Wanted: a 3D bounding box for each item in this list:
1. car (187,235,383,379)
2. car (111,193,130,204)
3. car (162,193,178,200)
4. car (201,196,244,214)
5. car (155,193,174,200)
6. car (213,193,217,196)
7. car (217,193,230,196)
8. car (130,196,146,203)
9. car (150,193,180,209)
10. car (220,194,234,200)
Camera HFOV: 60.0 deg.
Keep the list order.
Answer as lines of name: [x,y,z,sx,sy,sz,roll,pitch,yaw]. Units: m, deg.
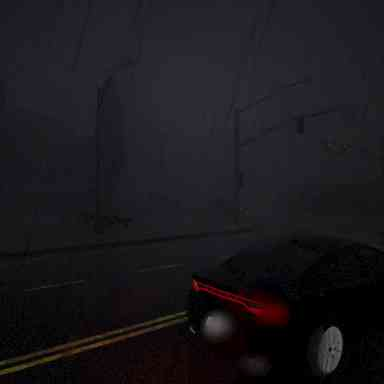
car: [2.241,1.478,5.607,5.008,1.535,1.882,0,0,-37]
car: [-14.087,1.300,61.741,2.150,2.045,5.566,0,0,-35]
car: [-5.687,1.156,86.834,3.866,1.878,1.905,0,0,-37]
car: [3.626,1.491,36.323,2.128,1.511,4.902,0,0,-35]
car: [-7.366,1.153,89.192,4.605,1.855,1.932,0,0,-37]
car: [6.022,1.156,71.086,3.866,1.878,1.905,0,0,-37]
car: [7.736,1.395,68.753,3.806,1.475,1.970,0,0,-37]
car: [-11.706,1.540,70.537,2.033,1.411,5.357,0,0,-35]
car: [-3.877,1.212,47.033,2.150,2.045,5.566,0,1,-35]
car: [9.960,1.395,95.055,3.806,1.475,1.970,0,0,-37]
